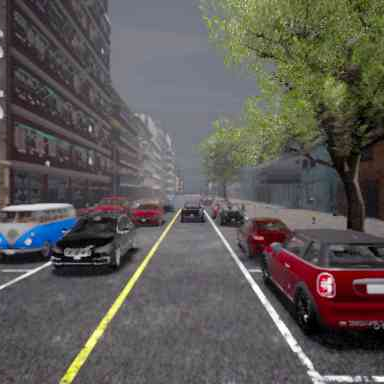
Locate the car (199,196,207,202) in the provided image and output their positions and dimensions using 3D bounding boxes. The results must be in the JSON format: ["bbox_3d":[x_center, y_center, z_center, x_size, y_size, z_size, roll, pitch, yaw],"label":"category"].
[{"bbox_3d":[2.703,1.709,80.855,1.802,1.307,4.206,0,0,0],"label":"car"}]

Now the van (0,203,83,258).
[{"bbox_3d":[-5.689,1.347,12.499,1.690,1.788,3.998,0,0,0],"label":"van"}]

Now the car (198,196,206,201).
[{"bbox_3d":[2.706,1.728,92.249,1.947,1.339,4.313,0,0,0],"label":"car"}]

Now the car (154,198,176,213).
[{"bbox_3d":[-3.008,1.638,38.208,1.895,1.301,4.718,0,0,1],"label":"car"}]

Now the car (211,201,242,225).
[{"bbox_3d":[2.694,1.567,23.889,2.008,1.369,4.403,0,0,0],"label":"car"}]

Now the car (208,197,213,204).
[{"bbox_3d":[2.695,1.464,29.586,1.967,1.590,4.097,0,0,0],"label":"car"}]

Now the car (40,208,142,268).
[{"bbox_3d":[-3.078,1.510,11.337,1.837,1.490,4.892,0,0,0],"label":"car"}]

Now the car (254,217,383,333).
[{"bbox_3d":[2.691,1.443,6.798,1.967,1.590,4.097,0,0,0],"label":"car"}]

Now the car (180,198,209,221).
[{"bbox_3d":[0.054,1.513,27.299,2.128,1.511,4.902,0,0,0],"label":"car"}]

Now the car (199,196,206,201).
[{"bbox_3d":[2.704,1.689,86.553,1.887,1.381,4.507,0,0,0],"label":"car"}]

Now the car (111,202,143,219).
[{"bbox_3d":[-5.685,1.590,29.589,1.947,1.339,4.313,0,0,0],"label":"car"}]

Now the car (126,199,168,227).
[{"bbox_3d":[-3.029,1.494,23.464,1.882,1.535,5.008,0,0,0],"label":"car"}]

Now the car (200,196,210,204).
[{"bbox_3d":[2.702,1.642,69.462,1.887,1.381,4.507,0,0,0],"label":"car"}]

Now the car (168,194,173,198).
[{"bbox_3d":[-5.679,1.663,69.466,1.947,1.339,4.313,0,0,0],"label":"car"}]

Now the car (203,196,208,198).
[{"bbox_3d":[2.700,1.623,58.070,2.008,1.369,4.403,0,0,0],"label":"car"}]

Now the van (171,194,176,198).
[{"bbox_3d":[-5.677,1.486,86.558,1.690,1.788,3.998,0,0,0],"label":"van"}]

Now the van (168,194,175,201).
[{"bbox_3d":[-5.676,1.503,92.254,1.690,1.788,3.998,0,0,0],"label":"van"}]

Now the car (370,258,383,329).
[{"bbox_3d":[2.690,1.441,1.102,1.967,1.590,4.097,0,0,0],"label":"car"}]

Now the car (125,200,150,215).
[{"bbox_3d":[-5.685,1.583,35.285,2.008,1.369,4.403,0,0,0],"label":"car"}]

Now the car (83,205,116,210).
[{"bbox_3d":[-5.688,1.593,18.196,1.802,1.307,4.206,0,0,0],"label":"car"}]

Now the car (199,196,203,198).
[{"bbox_3d":[0.098,1.615,46.305,1.994,1.385,4.181,0,0,0],"label":"car"}]

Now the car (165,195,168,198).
[{"bbox_3d":[-5.681,1.617,58.074,1.887,1.381,4.507,0,0,0],"label":"car"}]

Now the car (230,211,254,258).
[{"bbox_3d":[2.692,1.588,12.496,1.802,1.307,4.206,0,0,0],"label":"car"}]

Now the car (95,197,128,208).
[{"bbox_3d":[-5.687,1.332,23.892,2.192,1.841,5.009,0,0,0],"label":"car"}]
